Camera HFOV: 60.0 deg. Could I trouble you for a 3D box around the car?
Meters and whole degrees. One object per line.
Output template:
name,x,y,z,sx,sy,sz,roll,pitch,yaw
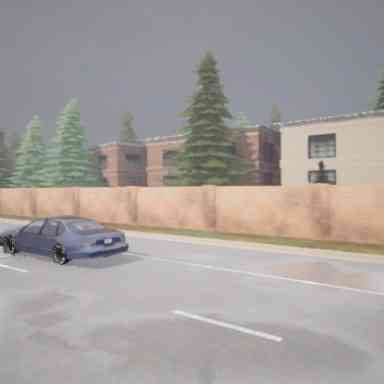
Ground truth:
car,-4.592,1.535,11.563,5.357,1.411,2.033,0,0,35
